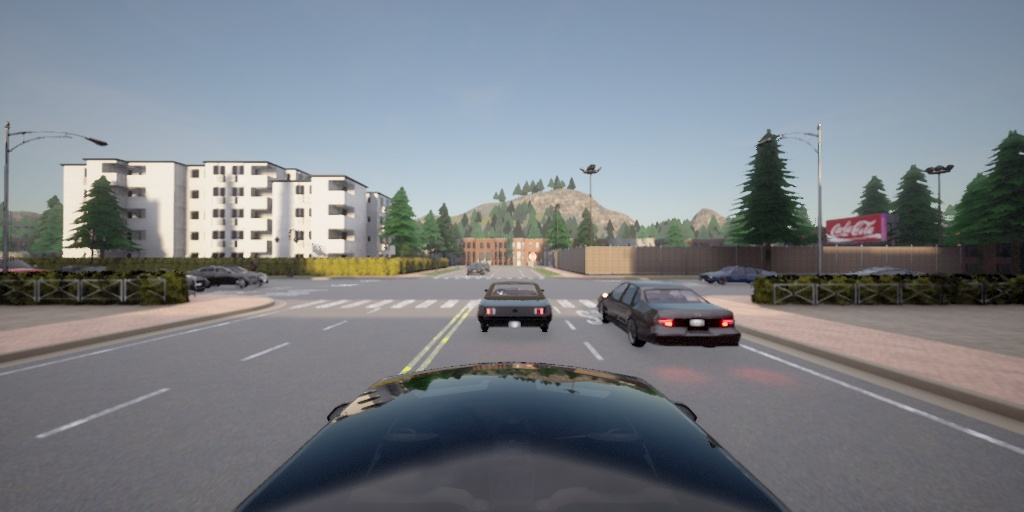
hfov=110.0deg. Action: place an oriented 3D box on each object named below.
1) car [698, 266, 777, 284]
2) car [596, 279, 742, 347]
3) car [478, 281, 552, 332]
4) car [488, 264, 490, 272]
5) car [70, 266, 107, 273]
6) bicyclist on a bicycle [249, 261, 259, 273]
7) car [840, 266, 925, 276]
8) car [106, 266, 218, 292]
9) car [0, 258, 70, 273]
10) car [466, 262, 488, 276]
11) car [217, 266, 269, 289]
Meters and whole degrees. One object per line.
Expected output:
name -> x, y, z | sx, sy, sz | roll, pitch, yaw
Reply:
car -> 17.409, 1.485, 27.651 | 5.357, 1.411, 2.033 | 0, 0, 0
car -> 3.629, 1.353, 9.429 | 2.033, 1.411, 5.357 | 0, 0, 1
car -> 0.076, 1.419, 11.117 | 1.895, 1.301, 4.718 | 0, 0, 0
car -> -4.264, 1.595, 52.861 | 2.128, 1.511, 4.902 | 0, 0, 0
car -> -28.404, 1.403, 24.032 | 4.902, 1.511, 2.128 | 0, 0, 0
bicyclist on a bicycle -> -25.297, 1.292, 35.027 | 0.582, 1.620, 1.656 | 0, 0, 0
car -> 21.583, 1.412, 20.479 | 4.674, 1.442, 1.812 | 0, 0, 1
car -> -19.895, 1.450, 20.553 | 4.181, 1.385, 1.994 | 0, 0, 0
car -> -29.602, 1.109, 20.537 | 5.566, 2.045, 2.150 | 0, 0, 0
car -> -4.255, 1.534, 42.546 | 1.837, 1.490, 4.892 | 0, 0, 0
car -> -19.121, 1.404, 24.105 | 4.902, 1.511, 2.128 | 0, 0, -2
